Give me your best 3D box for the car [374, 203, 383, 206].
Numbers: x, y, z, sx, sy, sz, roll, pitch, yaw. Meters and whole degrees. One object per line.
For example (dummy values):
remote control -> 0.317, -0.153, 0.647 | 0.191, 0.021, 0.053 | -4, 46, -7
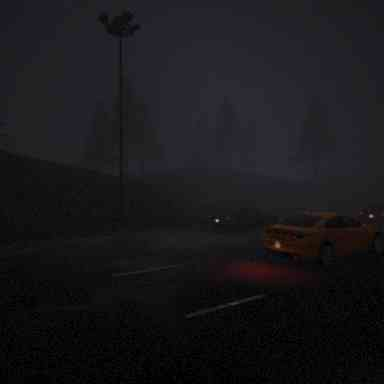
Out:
car -> 12.434, 1.415, 21.209 | 4.181, 1.385, 1.994 | -1, 0, -35

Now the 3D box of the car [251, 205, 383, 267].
car -> 4.553, 1.410, 11.290 | 5.008, 1.535, 1.882 | 0, 0, -35

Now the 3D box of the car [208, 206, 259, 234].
car -> 2.962, 1.476, 18.753 | 4.181, 1.385, 1.994 | 0, 0, -35
